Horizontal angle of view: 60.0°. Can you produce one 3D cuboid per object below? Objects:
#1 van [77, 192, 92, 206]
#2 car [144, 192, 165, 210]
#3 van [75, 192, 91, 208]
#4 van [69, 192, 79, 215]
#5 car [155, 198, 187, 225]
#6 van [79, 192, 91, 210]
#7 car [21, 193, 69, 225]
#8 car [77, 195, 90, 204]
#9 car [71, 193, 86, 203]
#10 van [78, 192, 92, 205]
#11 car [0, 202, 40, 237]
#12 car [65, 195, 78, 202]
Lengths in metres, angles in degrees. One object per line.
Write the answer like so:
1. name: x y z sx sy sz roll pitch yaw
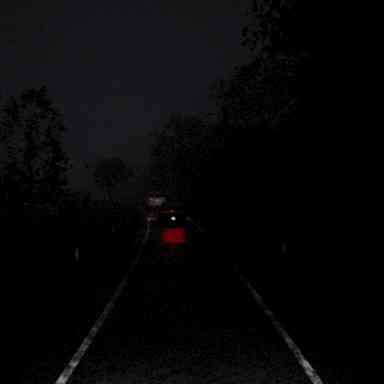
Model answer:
1. van: -16.076 1.071 49.852 1.878 1.987 4.442 1 -1 -16
2. car: -4.455 0.987 39.871 2.150 2.045 5.566 0 1 -13
3. van: -14.543 1.059 44.474 1.878 1.987 4.442 1 -1 -16
4. van: -11.131 1.088 28.066 1.878 1.987 4.442 1 -1 -10
5. car: -1.422 1.383 22.876 1.837 1.490 4.892 0 0 -7
6. van: -13.190 1.058 39.061 1.878 1.987 4.442 1 -1 -15
7. car: -10.414 1.088 22.610 2.435 2.045 5.566 1 -1 -9
8. car: -19.700 1.352 60.352 1.946 1.575 5.366 1 -1 -20
9. car: -24.167 1.215 70.776 2.435 2.045 5.566 2 -2 -26
10. van: -17.793 1.095 55.176 1.878 1.987 4.442 2 -2 -21
11. car: -9.884 1.404 17.074 2.002 1.452 4.674 0 -1 -5
12. car: -29.347 1.615 80.720 2.231 1.521 4.892 2 -2 -28
